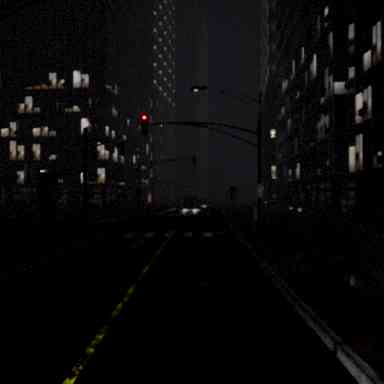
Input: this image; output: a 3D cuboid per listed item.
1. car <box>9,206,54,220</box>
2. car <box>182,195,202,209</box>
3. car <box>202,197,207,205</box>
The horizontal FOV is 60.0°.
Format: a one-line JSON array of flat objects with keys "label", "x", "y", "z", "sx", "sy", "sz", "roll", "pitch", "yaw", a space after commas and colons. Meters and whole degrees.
[{"label": "car", "x": -16.161, "y": 2.069, "z": 33.532, "sx": 4.403, "sy": 1.369, "sz": 2.008, "roll": -1, "pitch": 0, "yaw": 10}, {"label": "car", "x": -0.130, "y": 1.532, "z": 52.614, "sx": 2.150, "sy": 2.045, "sz": 5.566, "roll": 0, "pitch": -1, "yaw": 7}, {"label": "car", "x": 1.944, "y": 1.861, "z": 68.863, "sx": 1.882, "sy": 1.535, "sz": 5.008, "roll": 0, "pitch": 0, "yaw": 8}]
